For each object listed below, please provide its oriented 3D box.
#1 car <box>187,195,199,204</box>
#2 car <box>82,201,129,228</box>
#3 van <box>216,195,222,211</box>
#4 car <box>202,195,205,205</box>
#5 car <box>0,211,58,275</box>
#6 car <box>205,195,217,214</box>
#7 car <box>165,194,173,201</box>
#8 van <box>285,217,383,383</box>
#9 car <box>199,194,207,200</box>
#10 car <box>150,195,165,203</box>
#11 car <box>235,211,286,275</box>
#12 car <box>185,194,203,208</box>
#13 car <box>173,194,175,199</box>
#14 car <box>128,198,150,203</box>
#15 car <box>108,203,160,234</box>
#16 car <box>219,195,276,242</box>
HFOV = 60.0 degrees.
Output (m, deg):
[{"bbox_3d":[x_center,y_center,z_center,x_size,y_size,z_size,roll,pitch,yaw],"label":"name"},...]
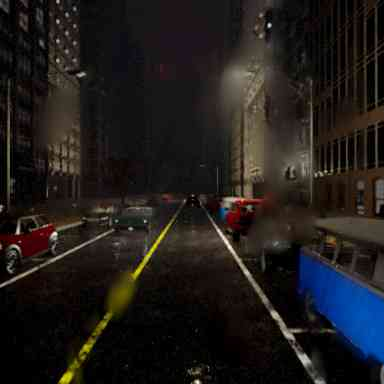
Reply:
[{"bbox_3d":[0.107,1.307,58.484,2.033,1.411,5.357,0,0,0],"label":"car"},{"bbox_3d":[-5.679,1.465,21.328,2.008,1.369,4.403,1,0,0],"label":"car"},{"bbox_3d":[2.704,1.256,21.352,1.690,1.788,3.998,1,0,0],"label":"van"},{"bbox_3d":[2.705,1.404,43.918,1.802,1.307,4.206,1,0,0],"label":"car"},{"bbox_3d":[-5.679,1.400,10.043,1.967,1.590,4.097,1,0,0],"label":"car"},{"bbox_3d":[2.706,1.183,32.635,2.192,1.841,5.009,1,0,0],"label":"car"},{"bbox_3d":[-5.670,1.244,72.112,1.887,1.381,4.507,1,0,0],"label":"car"},{"bbox_3d":[2.701,1.324,4.427,1.690,1.788,3.998,1,0,0],"label":"van"},{"bbox_3d":[2.712,1.199,83.408,2.008,1.369,4.403,1,0,0],"label":"car"},{"bbox_3d":[-5.675,1.349,49.542,2.008,1.369,4.403,1,0,0],"label":"car"},{"bbox_3d":[2.699,1.511,10.070,2.008,1.369,4.403,1,0,0],"label":"car"},{"bbox_3d":[0.108,1.323,45.001,1.837,1.490,4.892,0,1,0],"label":"car"},{"bbox_3d":[-5.667,1.123,94.514,1.752,1.417,4.829,1,0,0],"label":"car"},{"bbox_3d":[-5.677,1.419,32.614,2.008,1.369,4.403,1,0,0],"label":"car"},{"bbox_3d":[-3.056,1.526,18.808,1.895,1.301,4.718,0,0,0],"label":"car"},{"bbox_3d":[2.703,1.253,15.710,2.192,1.841,5.009,1,0,0],"label":"car"}]
